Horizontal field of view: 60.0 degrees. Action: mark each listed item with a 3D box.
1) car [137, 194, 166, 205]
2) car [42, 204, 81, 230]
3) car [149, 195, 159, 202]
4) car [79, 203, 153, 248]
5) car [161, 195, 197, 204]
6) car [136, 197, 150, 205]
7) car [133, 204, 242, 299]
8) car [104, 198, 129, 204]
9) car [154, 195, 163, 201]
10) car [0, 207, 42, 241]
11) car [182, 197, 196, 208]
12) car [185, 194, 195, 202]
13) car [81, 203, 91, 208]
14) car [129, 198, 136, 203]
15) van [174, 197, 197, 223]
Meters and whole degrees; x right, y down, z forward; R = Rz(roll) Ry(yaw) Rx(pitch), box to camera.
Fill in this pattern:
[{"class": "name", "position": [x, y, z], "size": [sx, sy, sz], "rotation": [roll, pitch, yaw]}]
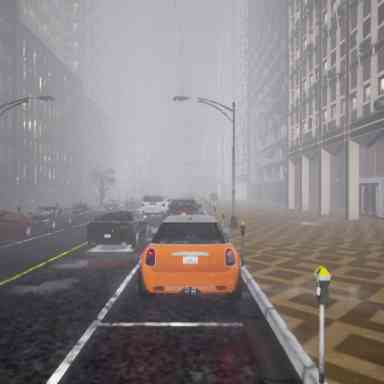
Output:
[{"class": "car", "position": [-3.145, 1.211, 29.398], "size": [2.150, 2.045, 5.566], "rotation": [0, 0, 0]}, {"class": "car", "position": [-8.844, 1.547, 20.672], "size": [2.008, 1.369, 4.403], "rotation": [-1, 0, 0]}, {"class": "car", "position": [-8.843, 1.508, 77.339], "size": [1.752, 1.417, 4.829], "rotation": [-1, 0, 0]}, {"class": "car", "position": [-3.140, 1.475, 14.868], "size": [1.882, 1.535, 5.008], "rotation": [0, 0, 0]}, {"class": "car", "position": [-0.465, 1.311, 20.672], "size": [2.192, 1.841, 5.009], "rotation": [-1, 0, 0]}, {"class": "car", "position": [-8.843, 1.569, 60.458], "size": [1.802, 1.307, 4.206], "rotation": [-1, 0, 0]}, {"class": "car", "position": [-0.033, 1.351, 8.621], "size": [2.097, 1.767, 4.553], "rotation": [0, 0, 0]}, {"class": "car", "position": [-8.844, 1.544, 37.723], "size": [2.008, 1.369, 4.403], "rotation": [-1, 0, 0]}, {"class": "car", "position": [-8.844, 1.545, 88.876], "size": [1.947, 1.339, 4.313], "rotation": [-1, 0, 0]}, {"class": "car", "position": [-8.843, 1.542, 14.989], "size": [1.887, 1.381, 4.507], "rotation": [-1, 0, 0]}, {"class": "car", "position": [-0.463, 1.541, 49.090], "size": [2.008, 1.369, 4.403], "rotation": [-1, 0, 0]}, {"class": "car", "position": [-0.465, 1.298, 77.509], "size": [2.192, 1.841, 5.009], "rotation": [-1, 0, 0]}, {"class": "car", "position": [-8.843, 1.577, 26.356], "size": [1.802, 1.307, 4.206], "rotation": [-1, 0, 0]}, {"class": "car", "position": [-8.843, 1.541, 49.090], "size": [2.008, 1.369, 4.403], "rotation": [-1, 0, 0]}, {"class": "van", "position": [-0.465, 1.336, 26.356], "size": [1.690, 1.788, 3.998], "rotation": [-1, 0, 0]}]
